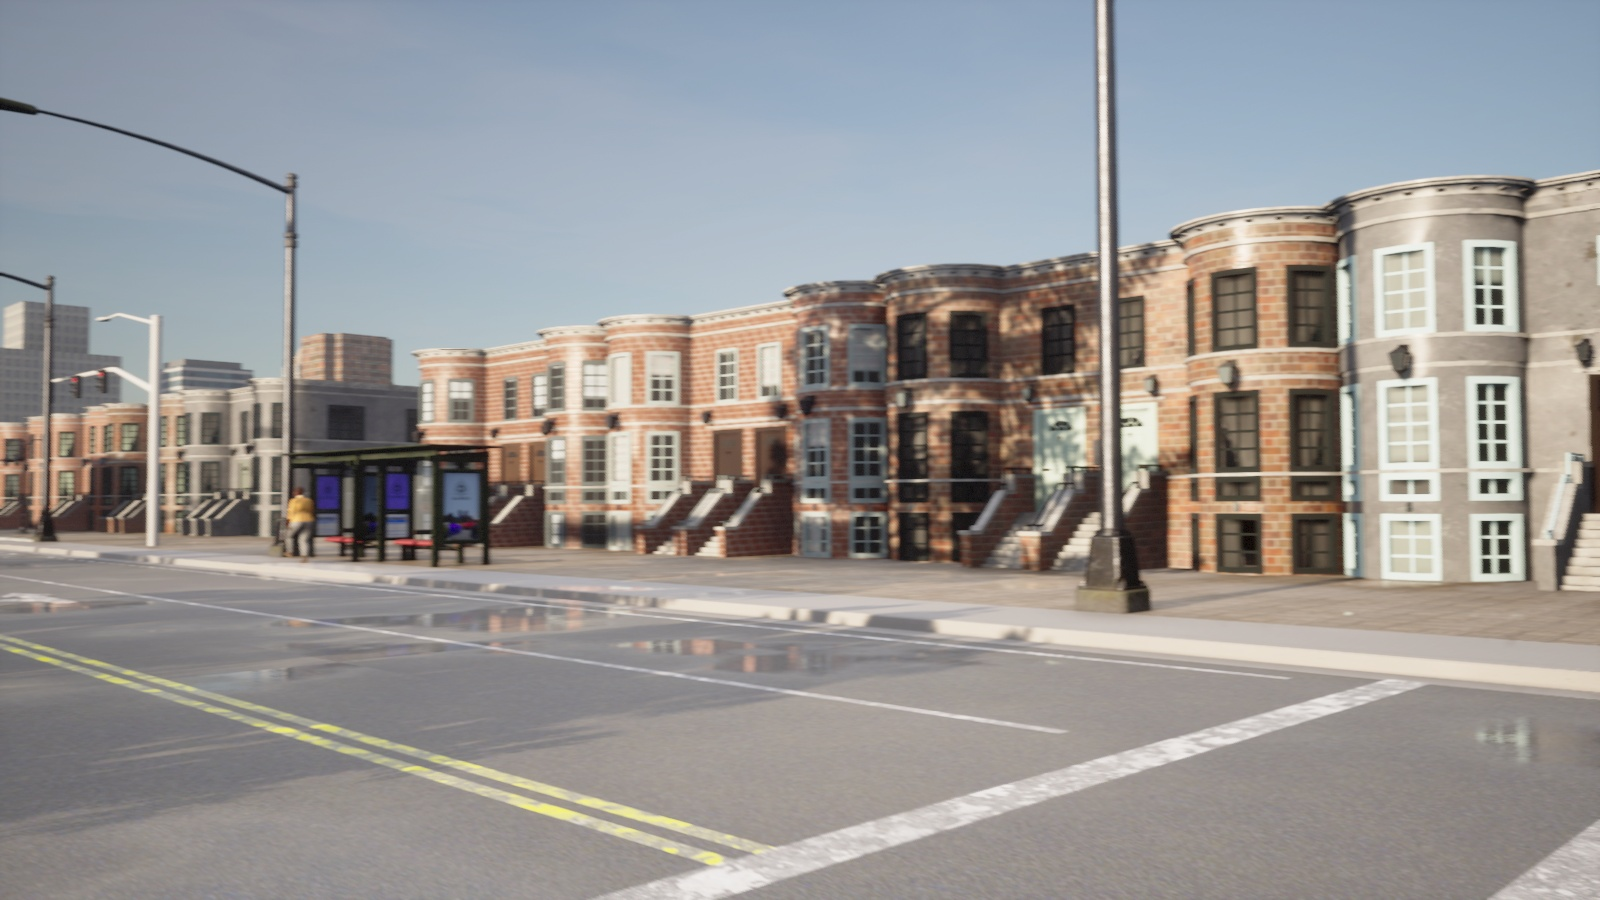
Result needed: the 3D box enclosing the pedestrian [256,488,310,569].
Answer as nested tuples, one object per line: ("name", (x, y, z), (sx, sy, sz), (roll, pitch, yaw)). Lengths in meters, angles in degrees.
("pedestrian", (-12.215, 1.841, 29.690), (0.900, 1.855, 0.874), (-3, -3, 44))
